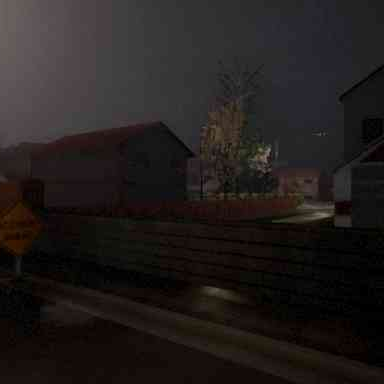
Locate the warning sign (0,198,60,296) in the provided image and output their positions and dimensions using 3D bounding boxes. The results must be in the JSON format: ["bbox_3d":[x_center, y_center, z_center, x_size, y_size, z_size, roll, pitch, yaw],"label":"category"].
[{"bbox_3d":[-3.777,1.072,7.236,1.060,1.860,1.300,0,0,36],"label":"warning sign"}]
